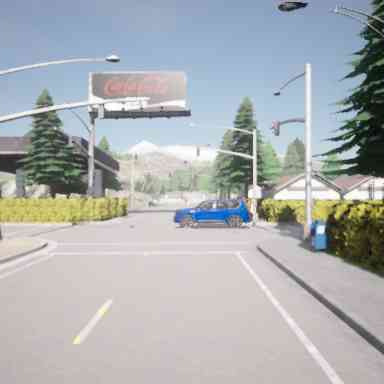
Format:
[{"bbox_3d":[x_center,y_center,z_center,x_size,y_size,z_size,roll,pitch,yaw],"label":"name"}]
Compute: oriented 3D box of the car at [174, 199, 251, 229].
[{"bbox_3d":[1.449,1.556,24.094,5.566,2.045,2.150,0,-2,0],"label":"car"}]
